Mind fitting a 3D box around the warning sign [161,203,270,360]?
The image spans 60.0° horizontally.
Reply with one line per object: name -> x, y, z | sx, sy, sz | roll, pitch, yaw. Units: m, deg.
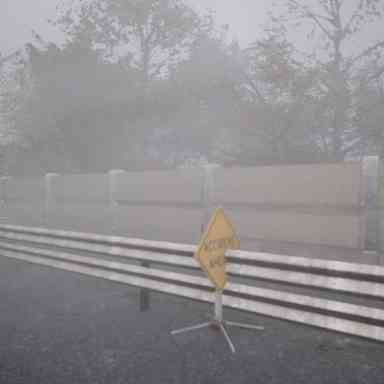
warning sign -> 0.382, 1.118, 4.885 | 1.060, 1.860, 1.300 | 0, 0, 36
